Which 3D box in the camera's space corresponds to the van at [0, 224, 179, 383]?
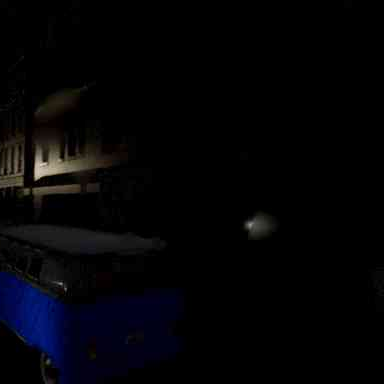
[{"bbox_3d":[-1.943,1.480,5.209,1.690,1.788,3.998,4,-3,-44],"label":"van"}]
